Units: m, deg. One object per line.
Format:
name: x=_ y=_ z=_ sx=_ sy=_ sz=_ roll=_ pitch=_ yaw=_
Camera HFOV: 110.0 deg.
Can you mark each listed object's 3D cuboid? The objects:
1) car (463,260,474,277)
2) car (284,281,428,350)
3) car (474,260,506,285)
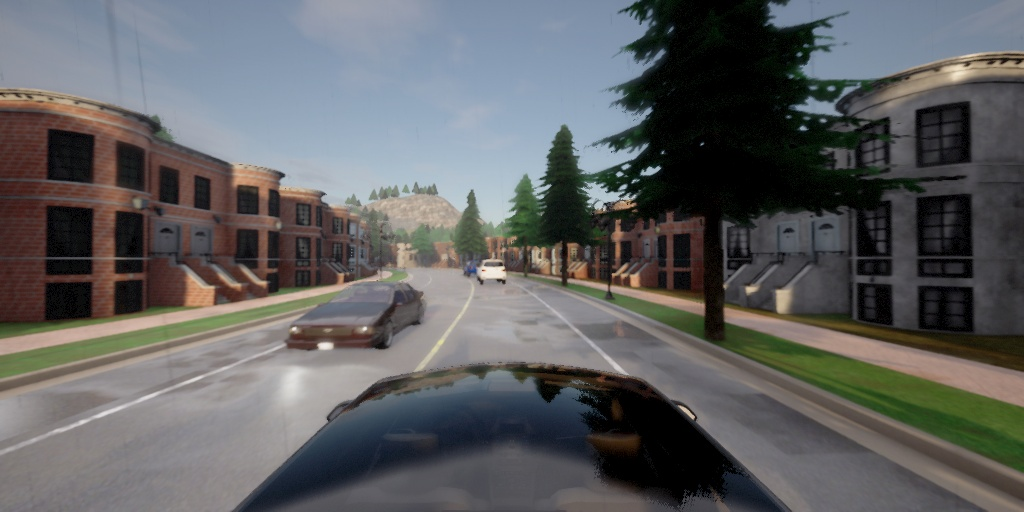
car: x=-4.783 y=1.547 z=45.116 sx=2.150 sy=2.045 sz=5.566 roll=0 pitch=-1 yaw=-15
car: x=-3.650 y=1.402 z=9.651 sx=2.033 sy=1.411 sz=5.357 roll=0 pitch=-1 yaw=-1
car: x=-1.854 y=1.361 z=31.331 sx=2.150 sy=2.045 sz=5.566 roll=0 pitch=-1 yaw=-9
